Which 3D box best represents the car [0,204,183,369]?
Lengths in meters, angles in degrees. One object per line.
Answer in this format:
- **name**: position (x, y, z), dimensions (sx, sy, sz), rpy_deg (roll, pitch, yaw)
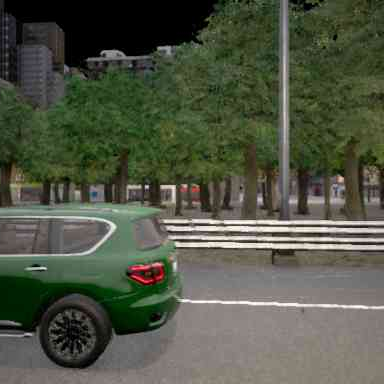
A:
- **car**: position (-2.922, 1.230, 5.409), dimensions (5.566, 2.045, 2.150), rpy_deg (0, 0, 6)
